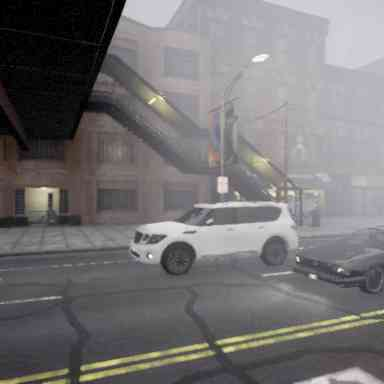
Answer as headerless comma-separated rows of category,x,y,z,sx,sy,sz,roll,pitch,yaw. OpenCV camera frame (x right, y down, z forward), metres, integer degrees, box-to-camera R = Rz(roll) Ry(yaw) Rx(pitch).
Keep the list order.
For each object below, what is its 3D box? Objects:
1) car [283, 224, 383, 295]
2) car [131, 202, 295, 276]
car,5.365,1.662,9.025,5.357,1.411,2.033,0,-1,-23
car,0.844,1.348,10.940,5.566,2.045,2.150,0,-1,-23
